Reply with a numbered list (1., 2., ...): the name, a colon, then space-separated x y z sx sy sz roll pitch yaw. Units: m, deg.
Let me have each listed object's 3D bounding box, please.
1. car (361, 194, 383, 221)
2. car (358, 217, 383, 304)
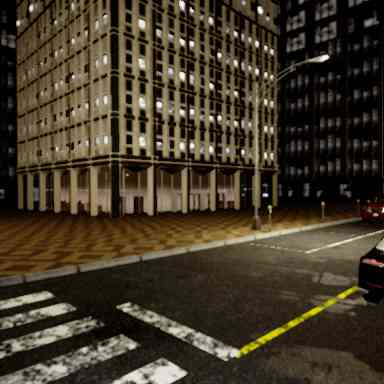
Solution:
1. car: 12.910 1.038 21.853 5.009 1.841 2.192 -1 1 -44
2. car: 5.122 1.415 6.949 4.902 1.511 2.128 -1 1 -44
